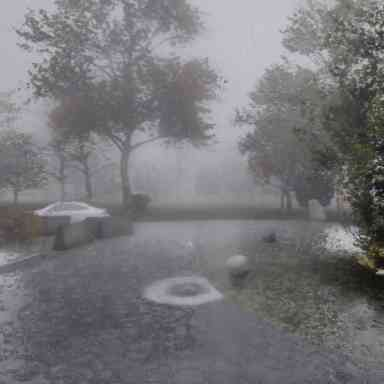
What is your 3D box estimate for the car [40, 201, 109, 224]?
[{"bbox_3d":[-6.603,1.201,16.877,4.674,1.442,1.812,1,0,-27],"label":"car"}]
